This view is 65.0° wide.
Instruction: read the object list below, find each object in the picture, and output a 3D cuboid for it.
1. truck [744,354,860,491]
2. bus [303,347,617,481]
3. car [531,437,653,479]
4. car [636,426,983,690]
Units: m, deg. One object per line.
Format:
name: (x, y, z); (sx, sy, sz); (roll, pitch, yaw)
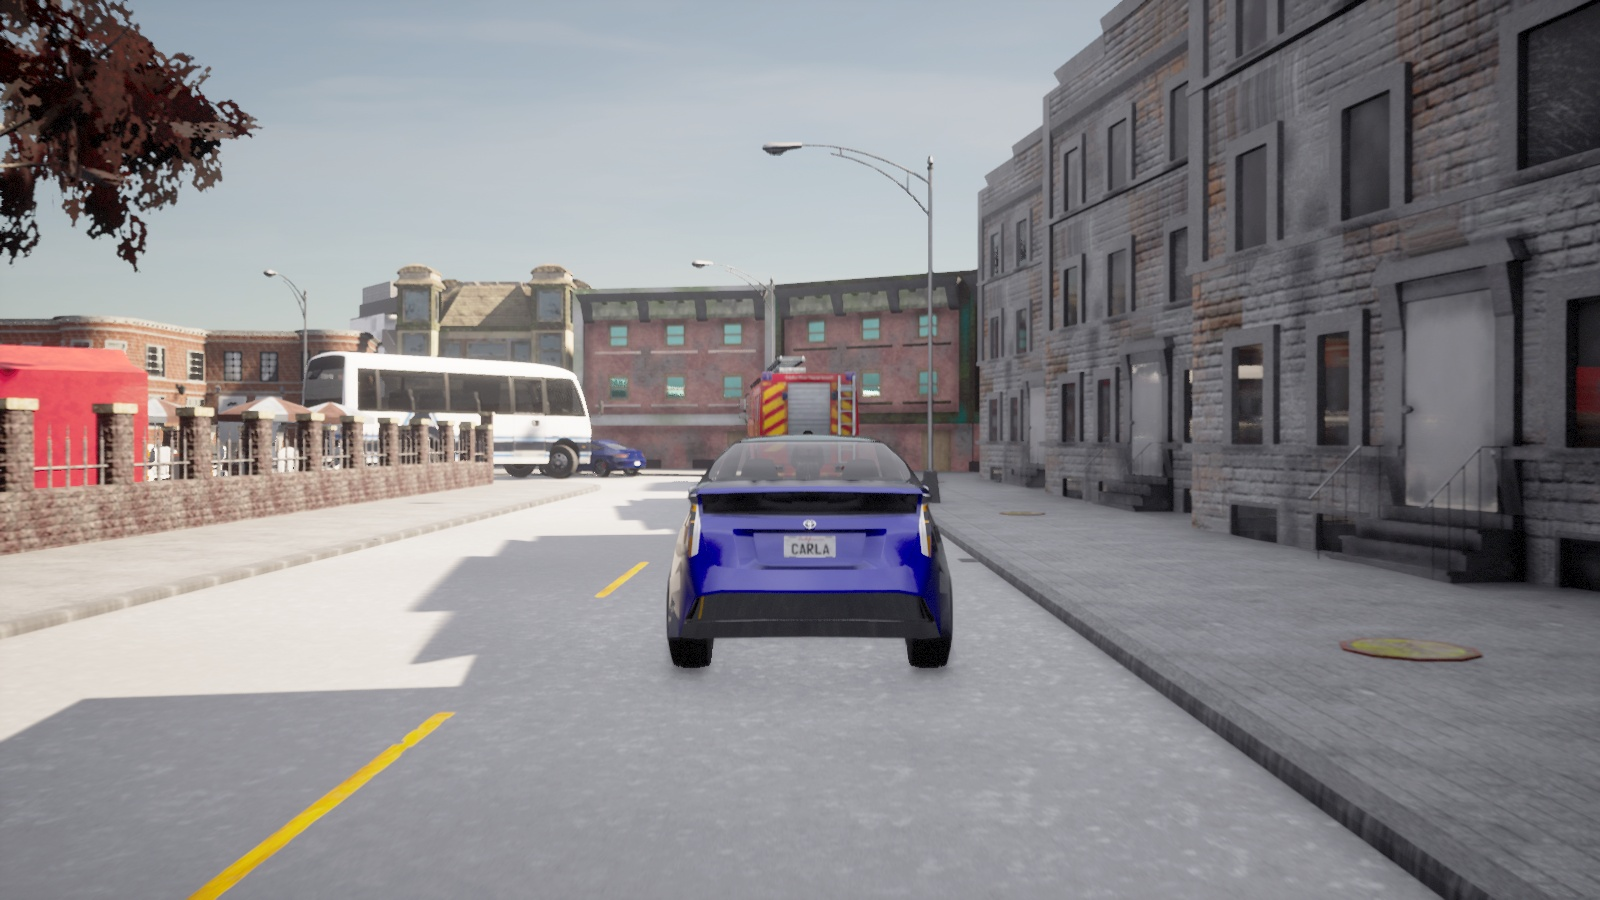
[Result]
truck: (-0.120, -0.802, 39.647); (2.891, 3.827, 8.468); (0, 0, -5)
bus: (-11.876, -1.122, 44.899); (3.944, 4.253, 10.273); (0, 0, 44)
car: (-8.138, 0.278, 48.995); (4.674, 1.442, 1.812); (1, 2, 33)
car: (0.068, 0.601, 9.529); (2.007, 1.525, 4.514); (0, 1, 0)
